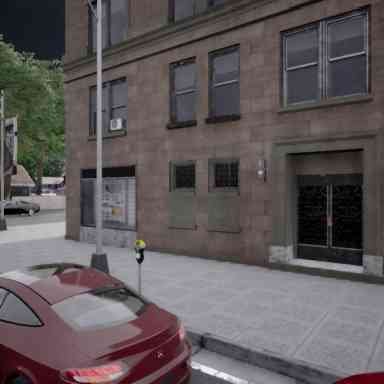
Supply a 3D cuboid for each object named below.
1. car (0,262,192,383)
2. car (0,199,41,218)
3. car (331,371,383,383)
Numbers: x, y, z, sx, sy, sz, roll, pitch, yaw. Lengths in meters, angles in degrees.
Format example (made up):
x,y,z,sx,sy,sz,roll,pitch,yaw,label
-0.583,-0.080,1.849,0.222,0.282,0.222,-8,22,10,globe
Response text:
x,y,z,sx,sy,sz,roll,pitch,yaw,label
-1.940,1.582,4.198,4.206,1.307,1.802,0,0,36,car
-15.558,1.398,28.557,2.128,1.511,4.902,0,0,34,car
2.549,1.545,0.988,4.507,1.381,1.887,0,0,36,car
